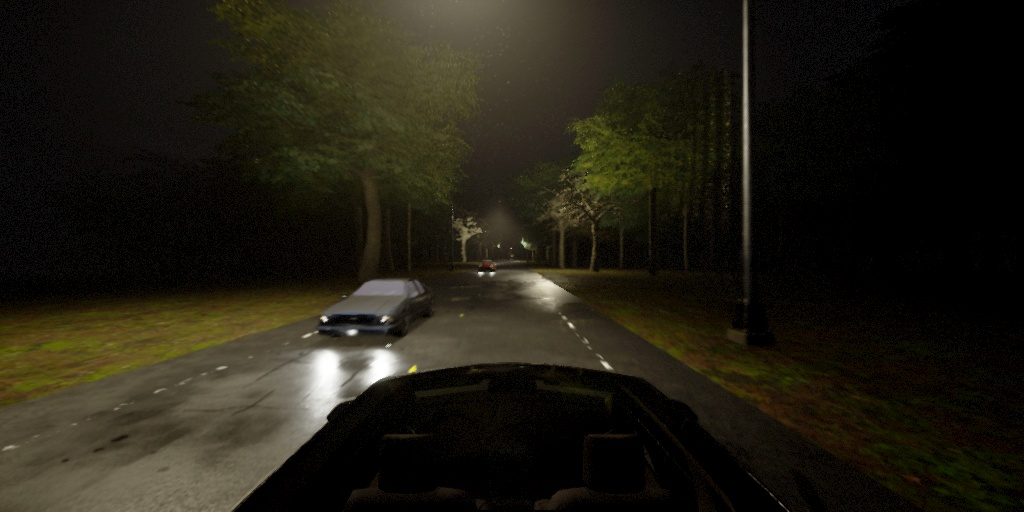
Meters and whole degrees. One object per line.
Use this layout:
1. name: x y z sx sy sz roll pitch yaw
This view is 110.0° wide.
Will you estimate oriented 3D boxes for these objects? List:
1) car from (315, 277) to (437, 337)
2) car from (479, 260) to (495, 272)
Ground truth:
1. car: -3.602 1.353 10.735 2.033 1.411 5.357 0 0 0
2. car: -3.569 1.359 51.651 2.097 1.767 4.553 0 0 0
